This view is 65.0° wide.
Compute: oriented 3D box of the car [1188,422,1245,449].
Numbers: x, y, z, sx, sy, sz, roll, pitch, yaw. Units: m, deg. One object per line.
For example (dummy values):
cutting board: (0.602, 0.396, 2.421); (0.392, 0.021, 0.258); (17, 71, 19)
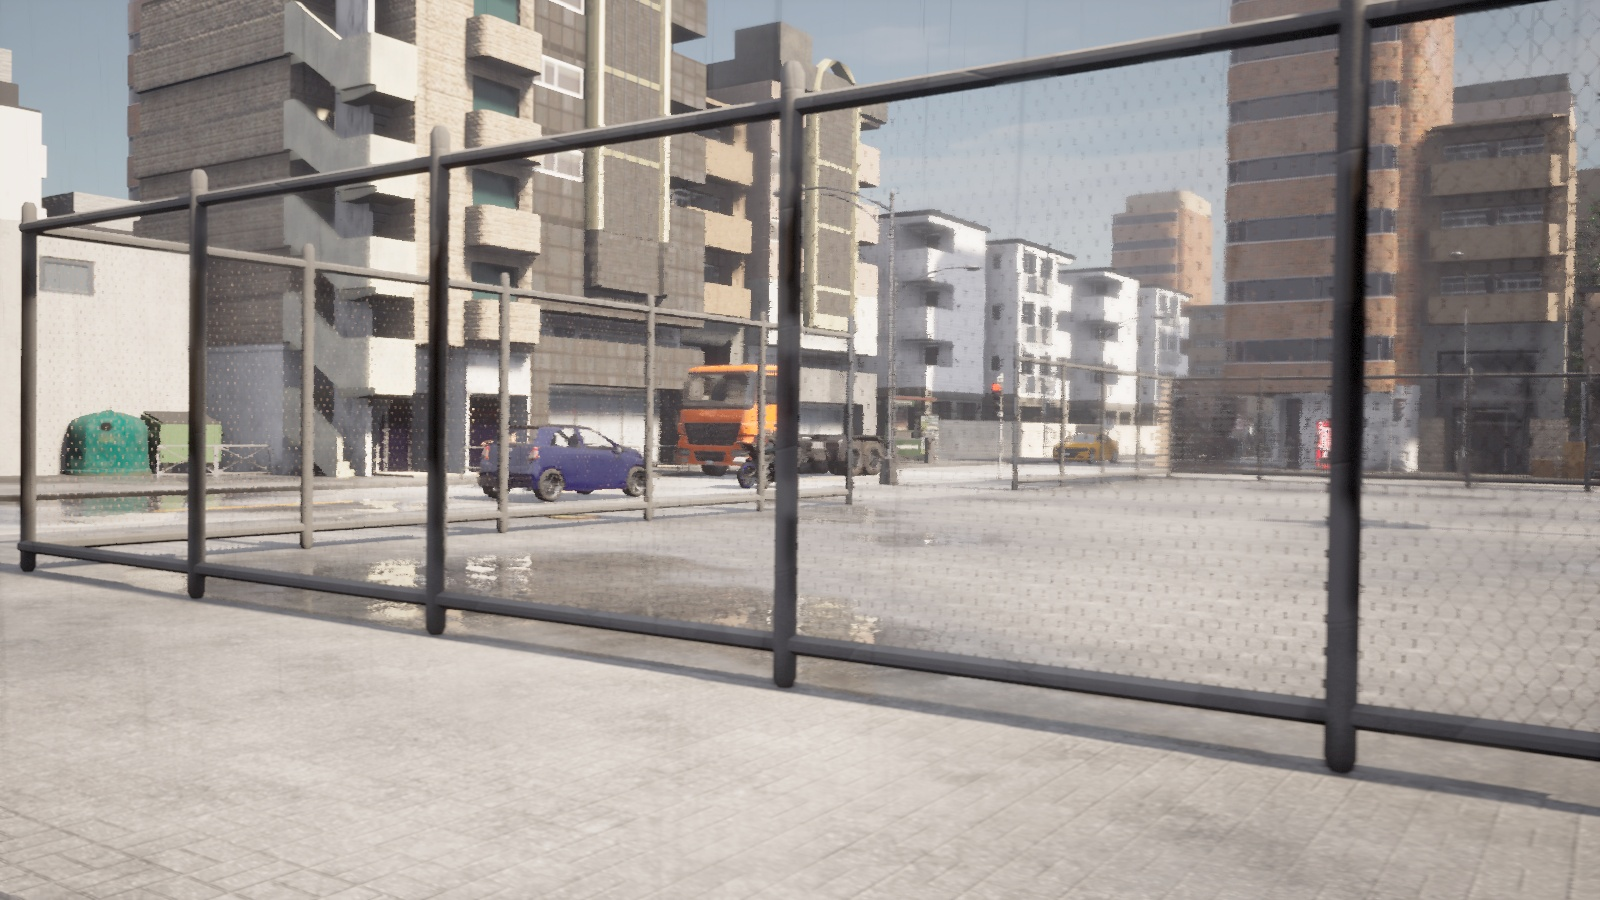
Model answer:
car: (26.541, -0.933, 79.897); (2.152, 1.651, 5.027); (0, 1, 34)

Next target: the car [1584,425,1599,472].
car: (27.936, -0.057, 40.063); (4.892, 1.490, 1.837); (0, 1, 34)

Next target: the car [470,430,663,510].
car: (-4.691, 0.346, 25.607); (1.845, 1.501, 3.633); (0, 1, 34)

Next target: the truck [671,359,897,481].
truck: (-0.283, -0.898, 39.513); (2.891, 3.462, 7.936); (0, 1, 36)

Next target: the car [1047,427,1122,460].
car: (13.835, -0.358, 60.775); (1.882, 1.535, 5.008); (0, 1, 34)

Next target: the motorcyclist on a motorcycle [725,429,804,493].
motorcyclist on a motorcycle: (-0.861, 0.254, 31.377); (0.866, 1.530, 2.191); (0, 1, 34)
